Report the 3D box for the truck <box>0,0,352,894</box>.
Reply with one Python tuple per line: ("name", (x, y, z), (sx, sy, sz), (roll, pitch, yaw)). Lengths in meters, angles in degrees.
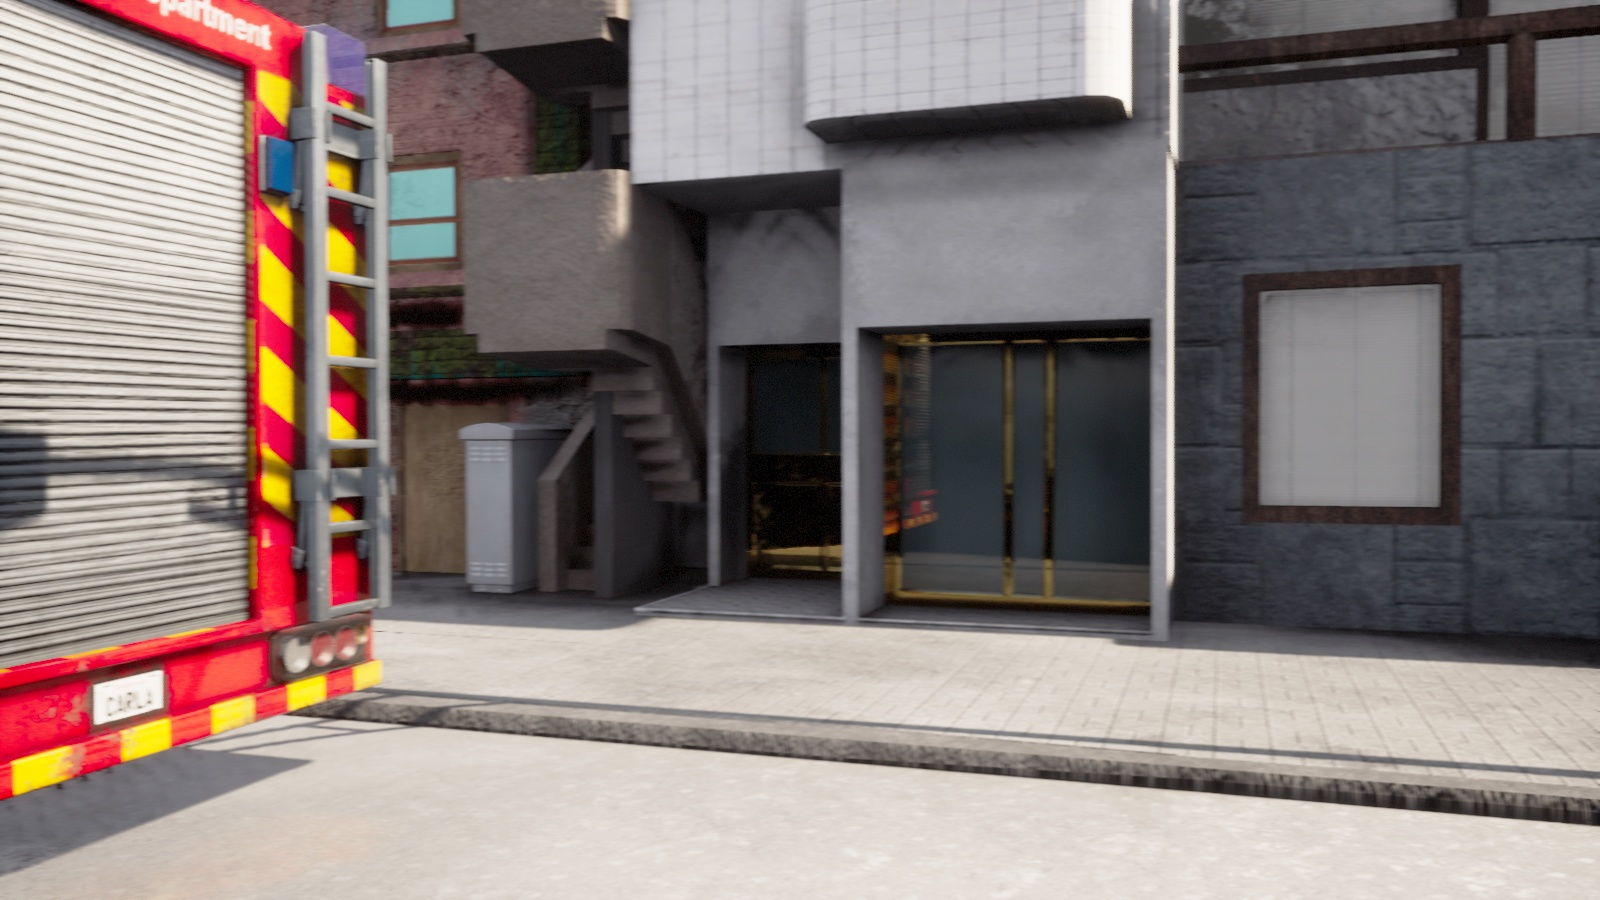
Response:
("truck", (-6.598, -0.457, 5.888), (8.468, 3.827, 2.891), (1, 1, 18))
